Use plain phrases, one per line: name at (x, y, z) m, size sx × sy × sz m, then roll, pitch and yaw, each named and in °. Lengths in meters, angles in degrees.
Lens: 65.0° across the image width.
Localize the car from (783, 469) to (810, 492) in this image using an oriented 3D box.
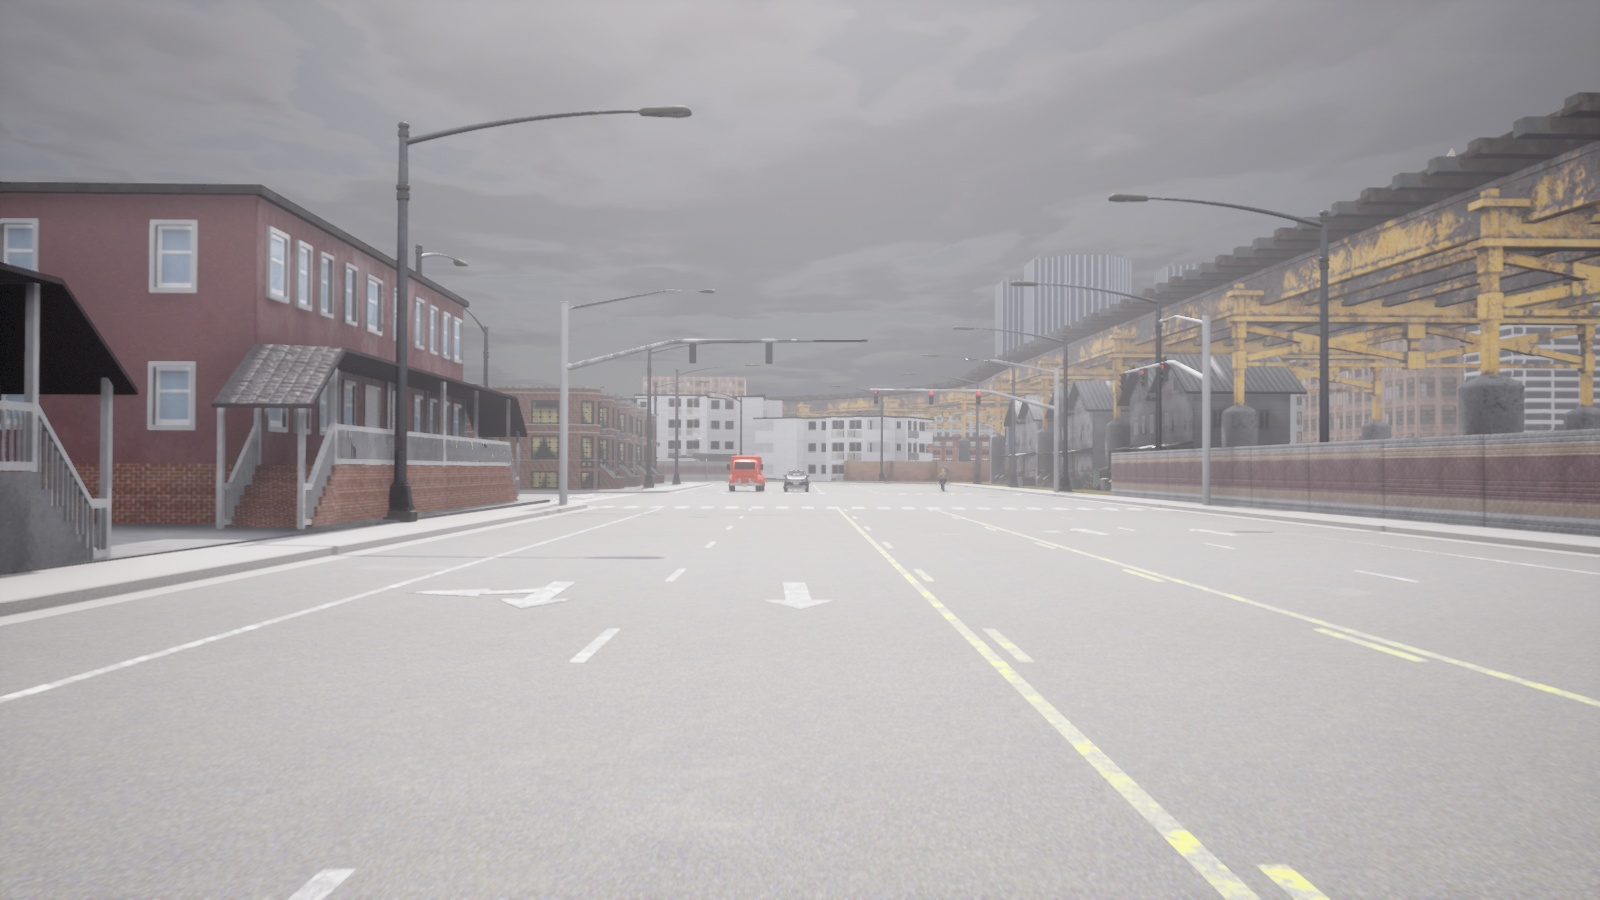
car at (-0.220, 2.097, 85.684) m, size 1.789 × 1.549 × 3.705 m, roll 0°, pitch -1°, yaw 0°

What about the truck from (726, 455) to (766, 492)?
truck at (-3.729, 1.684, 87.527) m, size 2.627 × 2.467 × 5.204 m, roll 0°, pitch -2°, yaw 0°
